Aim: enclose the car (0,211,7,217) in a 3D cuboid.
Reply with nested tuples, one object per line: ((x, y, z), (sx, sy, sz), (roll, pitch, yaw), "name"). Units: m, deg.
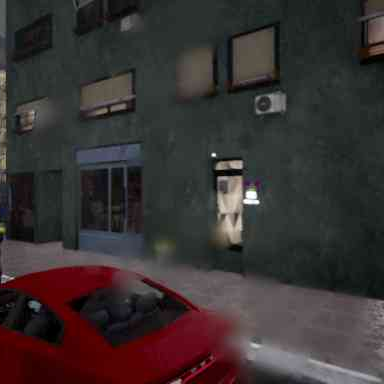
((-6.079, 1.417, 7.197), (5.009, 1.841, 2.192), (-1, 0, 35), "car")

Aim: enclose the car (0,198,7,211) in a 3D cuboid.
((-17.270, 1.587, 30.229), (1.882, 1.535, 5.008), (0, 1, 35), "car")

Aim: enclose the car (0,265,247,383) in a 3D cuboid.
((-1.575, 1.584, 3.989), (4.507, 1.381, 1.887), (-1, 0, 35), "car")
